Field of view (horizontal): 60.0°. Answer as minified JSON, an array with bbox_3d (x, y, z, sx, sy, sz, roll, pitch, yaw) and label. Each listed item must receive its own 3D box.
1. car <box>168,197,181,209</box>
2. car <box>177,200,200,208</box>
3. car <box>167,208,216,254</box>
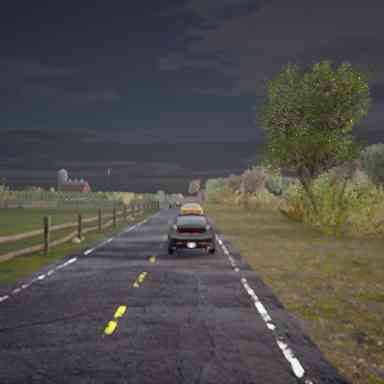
[{"bbox_3d":[-2.823,1.850,57.663,2.150,2.045,5.566,0,-1,0],"label":"car"},{"bbox_3d":[-0.031,1.793,29.479,1.882,1.535,5.008,0,0,0],"label":"car"},{"bbox_3d":[-0.014,1.656,14.300,1.837,1.490,4.892,0,0,0],"label":"car"}]
